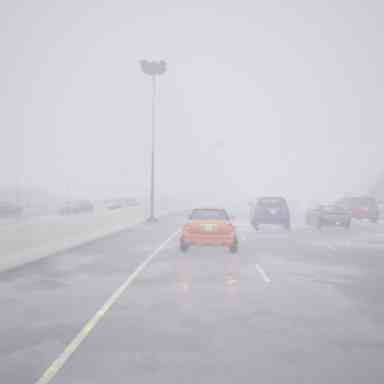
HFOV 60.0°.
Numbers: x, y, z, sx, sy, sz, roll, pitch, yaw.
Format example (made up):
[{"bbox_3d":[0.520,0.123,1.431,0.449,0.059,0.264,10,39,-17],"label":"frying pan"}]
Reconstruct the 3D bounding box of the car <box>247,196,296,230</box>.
[{"bbox_3d":[4.983,1.269,21.719,2.150,2.045,5.566,0,0,7],"label":"car"}]

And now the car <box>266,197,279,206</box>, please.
[{"bbox_3d":[14.610,1.643,60.279,1.837,1.490,4.892,0,0,21],"label":"car"}]

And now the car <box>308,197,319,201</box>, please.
[{"bbox_3d":[21.488,1.699,58.624,2.128,1.511,4.902,0,0,21],"label":"car"}]

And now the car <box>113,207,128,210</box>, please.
[{"bbox_3d":[-7.139,1.275,35.202,2.097,1.767,4.553,1,0,12],"label":"car"}]

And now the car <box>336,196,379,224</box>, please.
[{"bbox_3d":[12.801,1.345,26.293,2.150,2.045,5.566,0,0,9],"label":"car"}]

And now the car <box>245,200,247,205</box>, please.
[{"bbox_3d":[11.067,1.628,60.792,1.812,1.442,4.674,0,0,20],"label":"car"}]

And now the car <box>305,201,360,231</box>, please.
[{"bbox_3d":[8.632,1.575,21.420,2.128,1.511,4.902,0,0,7],"label":"car"}]

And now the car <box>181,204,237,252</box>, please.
[{"bbox_3d":[0.784,1.359,14.263,2.097,1.767,4.553,1,0,5],"label":"car"}]

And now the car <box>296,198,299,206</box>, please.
[{"bbox_3d":[18.142,1.737,59.701,1.994,1.385,4.181,1,0,21],"label":"car"}]
